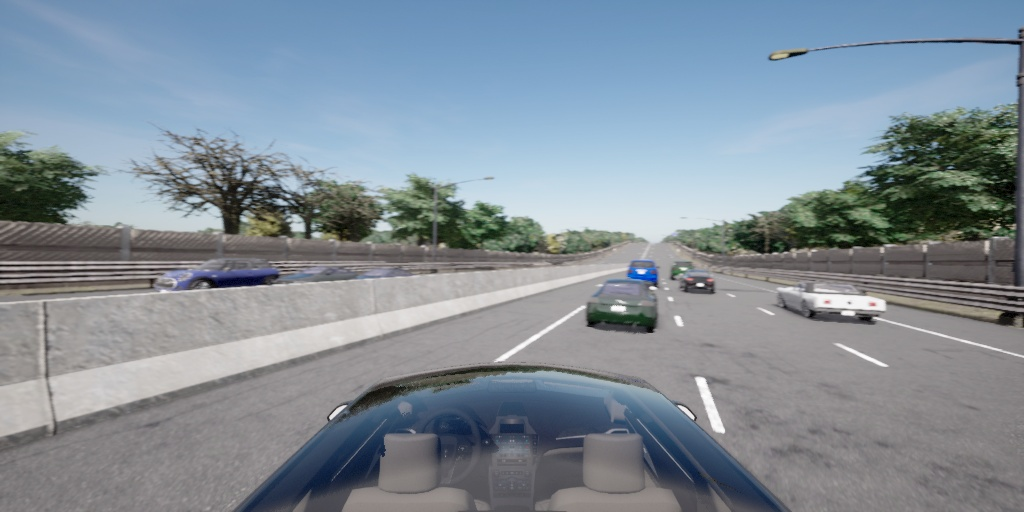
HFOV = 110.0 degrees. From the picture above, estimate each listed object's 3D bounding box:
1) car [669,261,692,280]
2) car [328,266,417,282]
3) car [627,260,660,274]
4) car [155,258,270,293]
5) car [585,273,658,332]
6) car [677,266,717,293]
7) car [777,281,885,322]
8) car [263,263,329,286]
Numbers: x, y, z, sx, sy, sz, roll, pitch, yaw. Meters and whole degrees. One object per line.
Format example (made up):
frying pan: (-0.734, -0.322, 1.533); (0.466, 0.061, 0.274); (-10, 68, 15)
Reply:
car: (18.405, 1.571, 38.937); (2.150, 2.045, 5.566); (1, -1, 21)
car: (-5.871, 1.249, 16.548); (1.994, 1.385, 4.181); (1, 0, 22)
car: (10.129, 1.313, 27.743); (2.150, 2.045, 5.566); (1, 0, 22)
car: (-13.367, 0.874, 16.681); (2.097, 1.767, 4.553); (1, 0, 22)
car: (3.668, 1.432, 11.680); (1.994, 1.385, 4.181); (1, 0, 22)
car: (12.549, 1.652, 24.385); (1.812, 1.442, 4.674); (1, 0, 22)
car: (12.216, 1.667, 14.186); (1.895, 1.301, 4.718); (1, 0, 22)
car: (-9.253, 1.180, 17.523); (1.994, 1.385, 4.181); (1, 0, 22)
